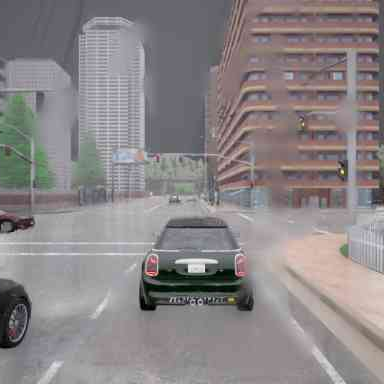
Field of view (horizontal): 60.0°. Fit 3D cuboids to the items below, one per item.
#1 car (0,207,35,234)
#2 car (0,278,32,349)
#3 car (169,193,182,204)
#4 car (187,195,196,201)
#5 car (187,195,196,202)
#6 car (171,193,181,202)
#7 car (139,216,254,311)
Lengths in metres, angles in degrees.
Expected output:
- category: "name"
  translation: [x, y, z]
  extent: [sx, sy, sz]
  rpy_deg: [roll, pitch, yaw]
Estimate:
- category: "car"
  translation: [-11.449, 1.458, 18.625]
  extent: [5.008, 1.535, 1.882]
  rpy_deg: [0, 0, 0]
- category: "car"
  translation: [-3.431, 1.526, 3.305]
  extent: [1.812, 1.442, 4.674]
  rpy_deg: [0, 0, 0]
- category: "car"
  translation: [-3.517, 1.491, 66.074]
  extent: [2.128, 1.511, 4.902]
  rpy_deg: [0, 0, 0]
- category: "car"
  translation: [-0.150, 1.506, 85.332]
  extent: [2.128, 1.511, 4.902]
  rpy_deg: [0, 0, 0]
- category: "car"
  translation: [-0.134, 1.518, 76.332]
  extent: [1.812, 1.442, 4.674]
  rpy_deg: [0, 0, 0]
- category: "car"
  translation: [-3.634, 1.219, 76.075]
  extent: [2.150, 2.045, 5.566]
  rpy_deg: [0, 0, 0]
- category: "car"
  translation: [0.099, 1.352, 7.924]
  extent: [2.097, 1.767, 4.553]
  rpy_deg: [0, 0, 1]
